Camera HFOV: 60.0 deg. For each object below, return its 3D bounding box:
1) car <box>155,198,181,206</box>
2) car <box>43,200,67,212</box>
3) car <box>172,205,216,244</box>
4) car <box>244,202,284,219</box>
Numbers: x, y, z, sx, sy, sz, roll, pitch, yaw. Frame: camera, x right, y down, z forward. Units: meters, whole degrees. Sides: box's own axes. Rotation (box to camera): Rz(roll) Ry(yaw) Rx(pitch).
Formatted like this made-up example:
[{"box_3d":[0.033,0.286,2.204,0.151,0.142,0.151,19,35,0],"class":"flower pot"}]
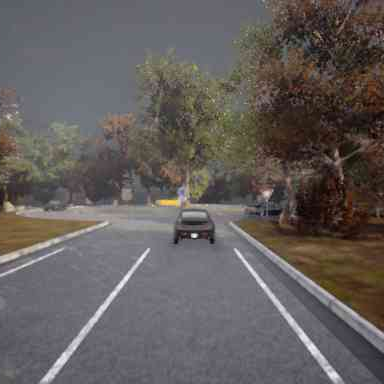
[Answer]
[{"box_3d":[-4.256,1.812,60.648,5.008,1.535,1.882,0,-1,-9],"class":"car"},{"box_3d":[-17.467,1.783,42.713,2.033,1.411,5.357,0,0,-8],"class":"car"},{"box_3d":[0.102,1.595,16.380,1.837,1.490,4.892,0,-1,0],"class":"car"},{"box_3d":[7.228,1.666,31.526,4.902,1.511,2.128,0,0,-30],"class":"car"}]
